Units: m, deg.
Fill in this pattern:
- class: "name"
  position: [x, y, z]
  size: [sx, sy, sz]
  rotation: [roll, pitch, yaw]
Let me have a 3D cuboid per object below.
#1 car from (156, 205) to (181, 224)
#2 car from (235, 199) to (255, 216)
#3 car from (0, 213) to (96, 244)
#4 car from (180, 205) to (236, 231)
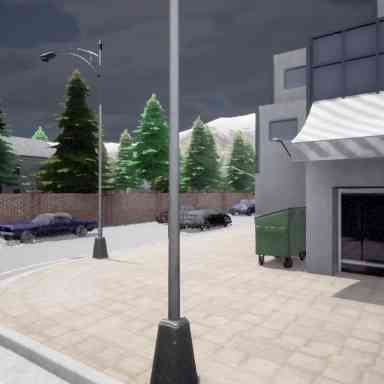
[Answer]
- class: "car"
  position: [-0.905, 1.741, 25.930]
  size: [1.994, 1.385, 4.181]
  rotation: [0, 0, 37]
- class: "car"
  position: [5.742, 1.528, 34.900]
  size: [2.097, 1.767, 4.553]
  rotation: [0, 0, 37]
- class: "car"
  position: [-7.417, 1.777, 17.150]
  size: [1.895, 1.301, 4.718]
  rotation: [0, 0, 37]
- class: "car"
  position: [0.885, 1.740, 22.141]
  size: [1.994, 1.385, 4.181]
  rotation: [0, 0, 37]
